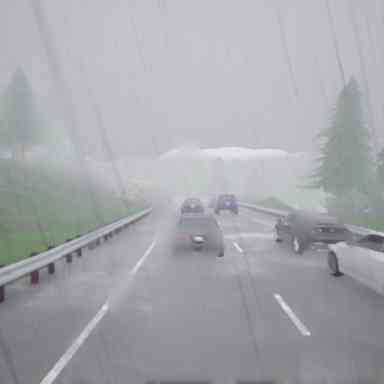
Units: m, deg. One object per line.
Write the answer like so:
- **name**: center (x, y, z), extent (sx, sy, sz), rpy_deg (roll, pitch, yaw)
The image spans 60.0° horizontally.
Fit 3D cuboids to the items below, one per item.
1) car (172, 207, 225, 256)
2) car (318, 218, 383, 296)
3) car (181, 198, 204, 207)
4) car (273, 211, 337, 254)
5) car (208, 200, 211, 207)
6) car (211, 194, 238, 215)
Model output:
- **car**: center (0.205, 1.539, 13.113), extent (2.033, 1.411, 5.357), rpy_deg (0, 0, 0)
- **car**: center (4.652, 1.558, 7.416), extent (1.812, 1.442, 4.674), rpy_deg (0, 0, 1)
- **car**: center (0.038, 1.328, 31.821), extent (2.097, 1.767, 4.553), rpy_deg (0, 0, -1)
- **car**: center (4.676, 1.533, 13.491), extent (1.837, 1.490, 4.892), rpy_deg (0, 0, 0)
- **car**: center (3.292, 1.540, 45.343), extent (2.033, 1.411, 5.357), rpy_deg (0, 0, -1)
- **car**: center (3.445, 1.224, 34.457), extent (2.150, 2.045, 5.566), rpy_deg (0, 0, 0)
